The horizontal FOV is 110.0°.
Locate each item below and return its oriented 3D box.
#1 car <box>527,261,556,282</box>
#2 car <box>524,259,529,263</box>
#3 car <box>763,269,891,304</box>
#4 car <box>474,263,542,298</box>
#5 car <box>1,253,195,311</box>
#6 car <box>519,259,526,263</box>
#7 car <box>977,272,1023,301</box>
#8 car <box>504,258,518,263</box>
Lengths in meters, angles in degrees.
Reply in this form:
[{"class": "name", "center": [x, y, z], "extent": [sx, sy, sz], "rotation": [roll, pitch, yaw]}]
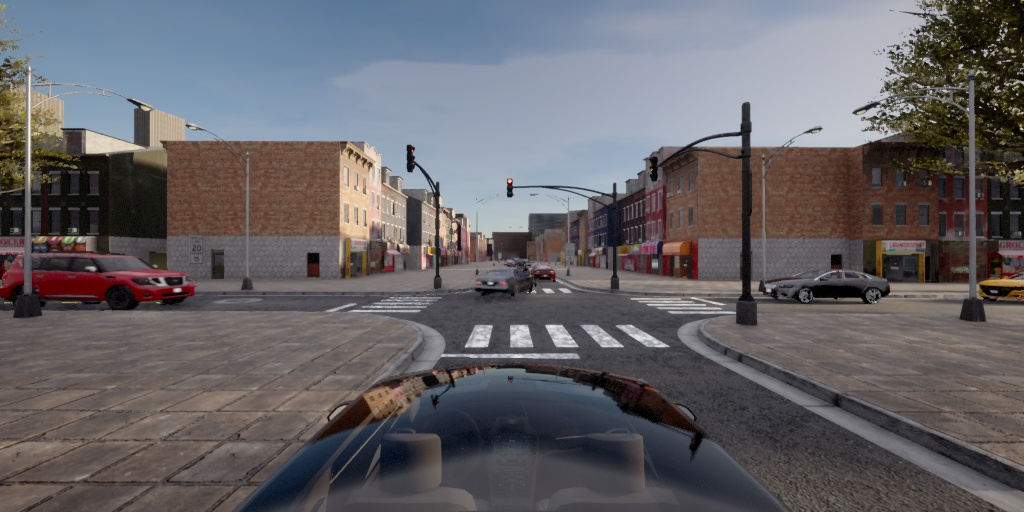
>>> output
[{"class": "car", "center": [2.430, 1.312, 28.653], "extent": [1.888, 1.381, 4.507], "rotation": [0, 0, 0]}, {"class": "car", "center": [2.384, 1.301, 34.502], "extent": [1.751, 1.417, 4.829], "rotation": [0, 0, 0]}, {"class": "car", "center": [14.268, 1.334, 16.444], "extent": [4.902, 1.511, 2.128], "rotation": [0, 0, 1]}, {"class": "car", "center": [-0.216, 1.310, 18.853], "extent": [2.033, 1.411, 5.357], "rotation": [0, 0, 18]}, {"class": "car", "center": [-15.317, 0.923, 13.446], "extent": [5.566, 2.045, 2.150], "rotation": [0, 0, 0]}, {"class": "car", "center": [2.297, 1.366, 45.690], "extent": [1.948, 1.339, 4.313], "rotation": [0, 0, 0]}, {"class": "car", "center": [24.645, 1.395, 16.471], "extent": [5.008, 1.535, 1.882], "rotation": [1, 0, 0]}, {"class": "car", "center": [-0.363, 1.377, 61.505], "extent": [1.812, 1.442, 4.674], "rotation": [0, 0, 0]}]
